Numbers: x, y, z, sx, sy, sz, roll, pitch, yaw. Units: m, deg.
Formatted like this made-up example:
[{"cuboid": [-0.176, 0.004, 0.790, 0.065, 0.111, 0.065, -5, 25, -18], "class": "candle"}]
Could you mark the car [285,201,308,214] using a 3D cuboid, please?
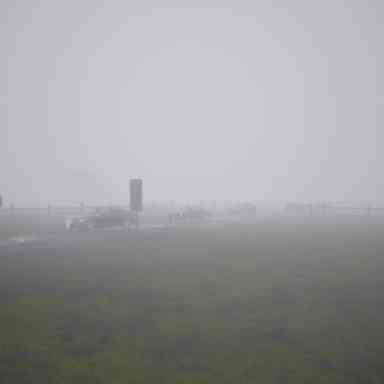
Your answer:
[{"cuboid": [13.734, 2.023, 43.776, 1.837, 1.490, 4.892, -1, -3, 35], "class": "car"}]

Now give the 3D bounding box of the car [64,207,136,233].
[{"cuboid": [-5.780, 1.696, 21.283, 2.128, 1.511, 4.902, -1, -1, 35], "class": "car"}]

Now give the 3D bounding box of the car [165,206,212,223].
[{"cuboid": [-0.226, 1.925, 29.139, 1.895, 1.301, 4.718, -1, -1, 35], "class": "car"}]

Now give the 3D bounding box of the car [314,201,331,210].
[{"cuboid": [21.750, 2.240, 55.130, 2.033, 1.411, 5.357, -1, -1, 36], "class": "car"}]

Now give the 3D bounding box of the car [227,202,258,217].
[{"cuboid": [5.730, 1.928, 37.550, 1.882, 1.535, 5.008, -1, -1, 35], "class": "car"}]
